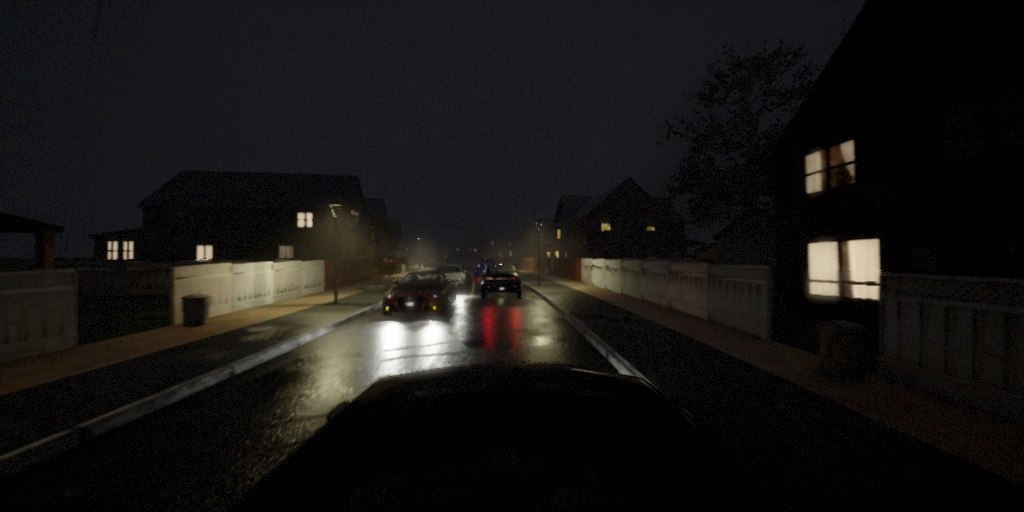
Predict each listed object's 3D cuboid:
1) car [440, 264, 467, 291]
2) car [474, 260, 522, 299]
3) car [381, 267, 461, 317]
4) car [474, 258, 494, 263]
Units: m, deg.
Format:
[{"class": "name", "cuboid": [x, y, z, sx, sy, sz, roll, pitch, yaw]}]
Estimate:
[{"class": "car", "cuboid": [-3.597, 1.193, 20.708, 1.812, 1.442, 4.674, 0, 0, -5]}, {"class": "car", "cuboid": [-0.587, 1.153, 17.558, 2.128, 1.511, 4.902, 0, 0, -4]}, {"class": "car", "cuboid": [-3.140, 1.256, 12.828, 1.994, 1.385, 4.181, 0, 0, -2]}, {"class": "car", "cuboid": [-2.527, 0.953, 34.763, 2.097, 1.767, 4.553, 0, 0, -8]}]
